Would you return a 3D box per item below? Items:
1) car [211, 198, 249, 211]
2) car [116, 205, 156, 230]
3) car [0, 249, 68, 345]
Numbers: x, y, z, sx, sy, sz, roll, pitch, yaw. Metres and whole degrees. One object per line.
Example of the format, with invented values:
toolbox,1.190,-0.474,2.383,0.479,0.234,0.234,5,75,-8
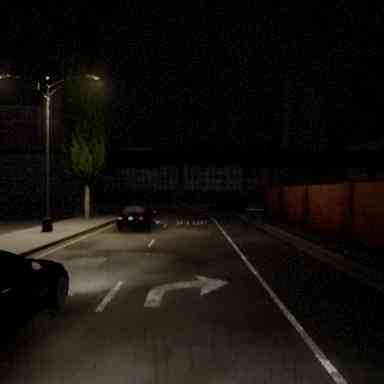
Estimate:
car,4.639,1.459,40.241,4.674,1.442,1.812,0,-1,-16
car,-3.406,1.513,20.949,2.033,1.411,5.357,0,0,0
car,-3.400,1.517,4.819,1.812,1.442,4.674,0,0,0
